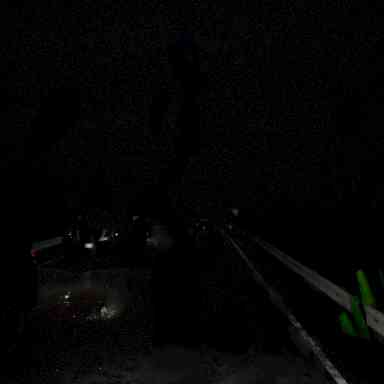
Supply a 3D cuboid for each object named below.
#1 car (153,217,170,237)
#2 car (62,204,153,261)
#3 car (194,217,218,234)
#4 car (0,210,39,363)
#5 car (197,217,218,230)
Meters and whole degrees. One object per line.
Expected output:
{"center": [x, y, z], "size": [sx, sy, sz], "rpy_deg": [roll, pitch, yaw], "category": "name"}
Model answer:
{"center": [-2.747, 2.510, 24.249], "size": [2.033, 1.411, 5.357], "rpy_deg": [0, -5, 4], "category": "car"}
{"center": [-3.259, 1.522, 13.676], "size": [2.150, 2.045, 5.566], "rpy_deg": [0, -3, 2], "category": "car"}
{"center": [1.153, 3.028, 30.383], "size": [1.812, 1.442, 4.674], "rpy_deg": [0, -5, 3], "category": "car"}
{"center": [-3.538, 1.239, 3.018], "size": [2.150, 2.045, 5.566], "rpy_deg": [0, -1, 1], "category": "car"}
{"center": [2.059, 4.007, 42.521], "size": [1.882, 1.535, 5.008], "rpy_deg": [-1, -5, 12], "category": "car"}
